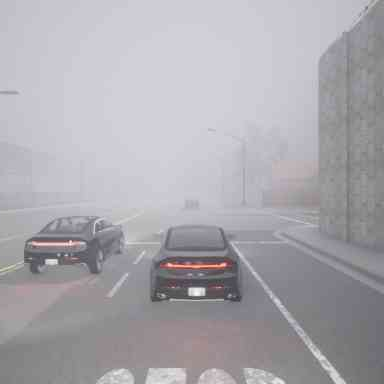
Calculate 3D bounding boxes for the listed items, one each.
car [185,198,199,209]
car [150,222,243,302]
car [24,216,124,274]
[{"bbox_3d":[-0.022,1.492,44.231,2.128,1.511,4.902,0,0,0],"label":"car"},{"bbox_3d":[0.078,1.505,8.265,1.837,1.490,4.892,0,0,0],"label":"car"},{"bbox_3d":[-3.429,1.492,10.533,2.128,1.511,4.902,0,0,0],"label":"car"}]
